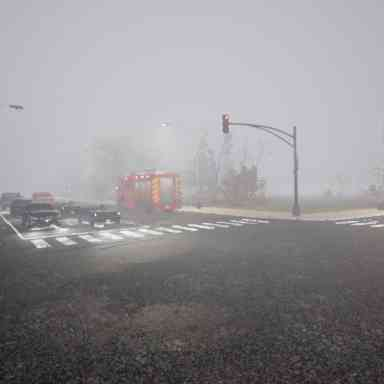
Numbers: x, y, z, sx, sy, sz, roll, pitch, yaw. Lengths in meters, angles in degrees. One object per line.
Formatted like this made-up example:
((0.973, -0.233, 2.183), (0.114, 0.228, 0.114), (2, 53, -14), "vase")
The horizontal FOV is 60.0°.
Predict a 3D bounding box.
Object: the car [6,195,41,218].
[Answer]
((-15.128, 1.368, 29.764), (1.882, 1.535, 5.008), (-2, 1, -32), "car")

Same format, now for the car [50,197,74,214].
((-11.133, 1.390, 29.544), (1.895, 1.301, 4.718), (-2, 1, -32), "car")

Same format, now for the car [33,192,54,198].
((-18.497, 0.987, 41.114), (2.150, 2.045, 5.566), (-2, 1, -33), "car")

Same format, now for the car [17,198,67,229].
((-9.699, 1.413, 21.217), (1.837, 1.490, 4.892), (-2, 1, -33), "car")

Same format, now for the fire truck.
((-4.262, -0.077, 30.937), (2.891, 3.827, 8.468), (-2, 1, -32), "fire truck")

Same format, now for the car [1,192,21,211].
((-21.334, 1.090, 39.524), (2.150, 2.045, 5.566), (-2, 1, -32), "car")

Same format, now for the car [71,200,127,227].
((-6.220, 1.406, 21.813), (1.895, 1.301, 4.718), (-2, 1, -32), "car")
